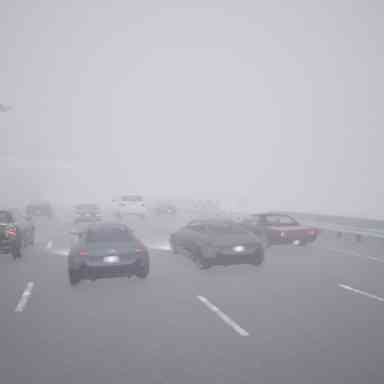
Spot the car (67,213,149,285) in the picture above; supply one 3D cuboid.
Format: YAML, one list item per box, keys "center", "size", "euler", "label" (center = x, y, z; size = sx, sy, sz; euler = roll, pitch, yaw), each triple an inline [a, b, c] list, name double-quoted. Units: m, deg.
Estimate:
- center: [-2.548, 1.548, 9.699]
  size: [1.994, 1.385, 4.181]
  euler: [0, 0, -19]
  label: "car"

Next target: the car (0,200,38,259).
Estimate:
- center: [-7.176, 1.329, 12.305]
  size: [2.097, 1.767, 4.553]
  euler: [0, 0, -19]
  label: "car"

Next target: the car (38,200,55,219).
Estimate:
- center: [-12.877, 1.426, 28.340]
  size: [1.882, 1.535, 5.008]
  euler: [0, 0, -19]
  label: "car"

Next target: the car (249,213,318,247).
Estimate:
- center: [3.168, 1.581, 14.553]
  size: [1.895, 1.301, 4.718]
  euler: [0, 0, -19]
  label: "car"

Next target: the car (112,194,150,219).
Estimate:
- center: [-5.445, 1.174, 28.327]
  size: [2.150, 2.045, 5.566]
  euler: [0, 0, -19]
  label: "car"

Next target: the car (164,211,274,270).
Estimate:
- center: [0.646, 1.548, 11.163]
  size: [1.994, 1.385, 4.181]
  euler: [0, 0, -19]
  label: "car"

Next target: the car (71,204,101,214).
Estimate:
- center: [-7.378, 1.508, 23.242]
  size: [2.033, 1.411, 5.357]
  euler: [0, 0, -19]
  label: "car"

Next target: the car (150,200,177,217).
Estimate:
- center: [-2.796, 1.476, 31.308]
  size: [1.812, 1.442, 4.674]
  euler: [0, 0, -20]
  label: "car"
